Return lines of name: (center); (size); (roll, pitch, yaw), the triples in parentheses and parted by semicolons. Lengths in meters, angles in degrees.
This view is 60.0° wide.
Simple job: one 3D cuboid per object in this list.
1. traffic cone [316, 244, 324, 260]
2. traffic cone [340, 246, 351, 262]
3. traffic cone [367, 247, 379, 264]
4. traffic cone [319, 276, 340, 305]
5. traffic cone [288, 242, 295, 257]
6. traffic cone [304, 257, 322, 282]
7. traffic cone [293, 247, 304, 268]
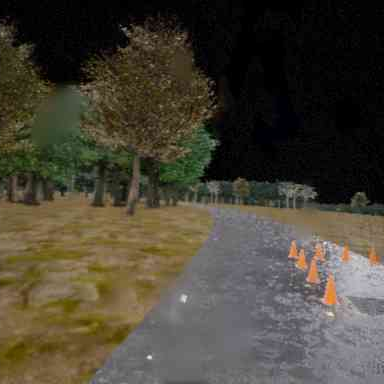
traffic cone: (5.099, 2.372, 13.309); (0.340, 0.580, 0.340); (3, -1, 9)
traffic cone: (6.086, 2.418, 13.148); (0.340, 0.580, 0.340); (3, -1, 9)
traffic cone: (7.072, 2.464, 12.988); (0.340, 0.580, 0.340); (3, -1, 9)
traffic cone: (3.155, 2.206, 7.548); (0.340, 0.580, 0.340); (3, -1, 9)
traffic cone: (4.114, 2.326, 13.470); (0.340, 0.580, 0.340); (3, -1, 9)
traffic cone: (3.475, 2.246, 9.522); (0.340, 0.580, 0.340); (3, -1, 9)
traffic cone: (3.794, 2.286, 11.496); (0.340, 0.580, 0.340); (3, -1, 9)
